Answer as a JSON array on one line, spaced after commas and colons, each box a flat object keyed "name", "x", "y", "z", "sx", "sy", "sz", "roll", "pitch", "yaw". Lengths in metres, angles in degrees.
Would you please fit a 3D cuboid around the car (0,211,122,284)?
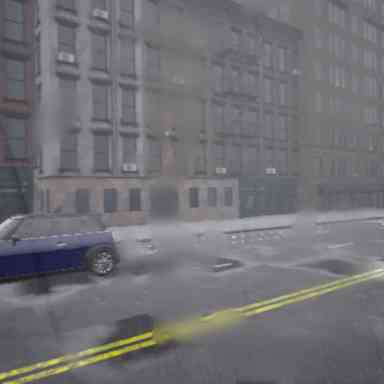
[{"name": "car", "x": -4.238, "y": 1.354, "z": 8.647, "sx": 4.553, "sy": 1.767, "sz": 2.097, "roll": 0, "pitch": 0, "yaw": -36}]
